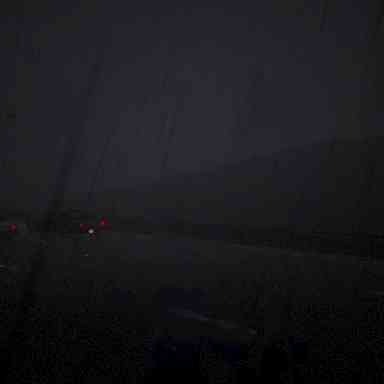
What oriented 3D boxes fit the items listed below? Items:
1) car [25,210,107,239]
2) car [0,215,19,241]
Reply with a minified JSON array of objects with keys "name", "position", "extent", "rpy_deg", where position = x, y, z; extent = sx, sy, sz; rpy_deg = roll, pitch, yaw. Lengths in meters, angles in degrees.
[{"name":"car","position":[-6.671,1.601,17.349],"extent":[4.718,1.301,1.895],"rpy_deg":[0,0,36]},{"name":"car","position":[-10.137,1.600,15.524],"extent":[4.718,1.301,1.895],"rpy_deg":[0,0,36]}]
